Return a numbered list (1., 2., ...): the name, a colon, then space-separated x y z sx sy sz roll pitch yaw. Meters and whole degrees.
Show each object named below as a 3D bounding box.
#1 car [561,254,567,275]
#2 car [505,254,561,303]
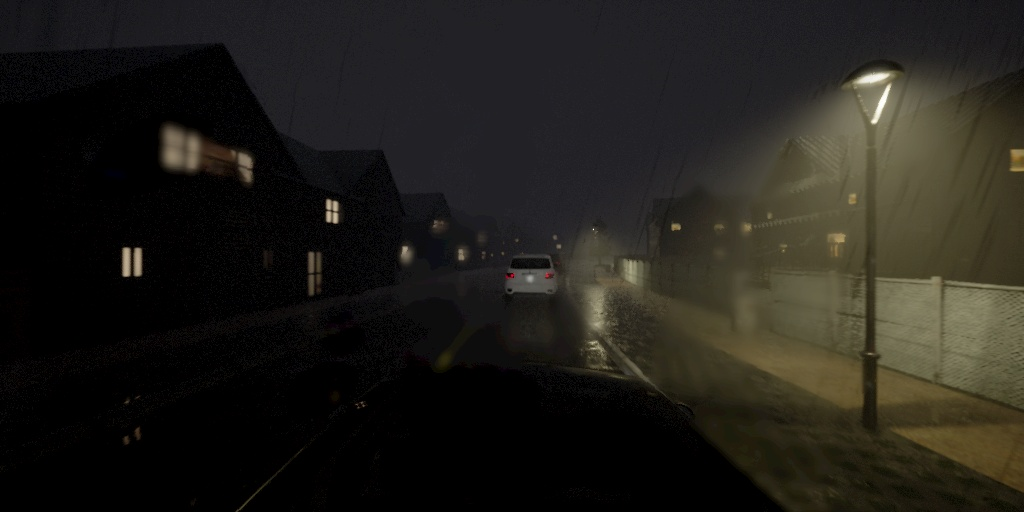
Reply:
1. car: 4.113 0.781 35.375 2.150 2.045 5.566 0 1 13
2. car: 0.970 0.925 16.478 2.150 2.045 5.566 0 0 6
